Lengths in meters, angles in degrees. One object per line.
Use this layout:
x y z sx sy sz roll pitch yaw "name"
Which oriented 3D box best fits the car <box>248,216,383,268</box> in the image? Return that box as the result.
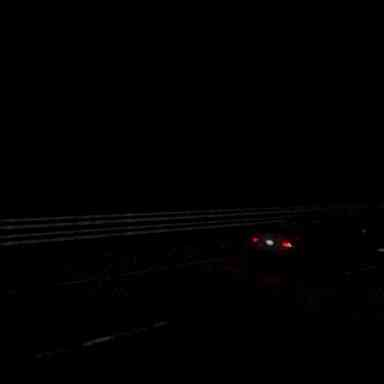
4.300 1.514 11.116 5.357 1.411 2.033 0 0 -36 "car"
